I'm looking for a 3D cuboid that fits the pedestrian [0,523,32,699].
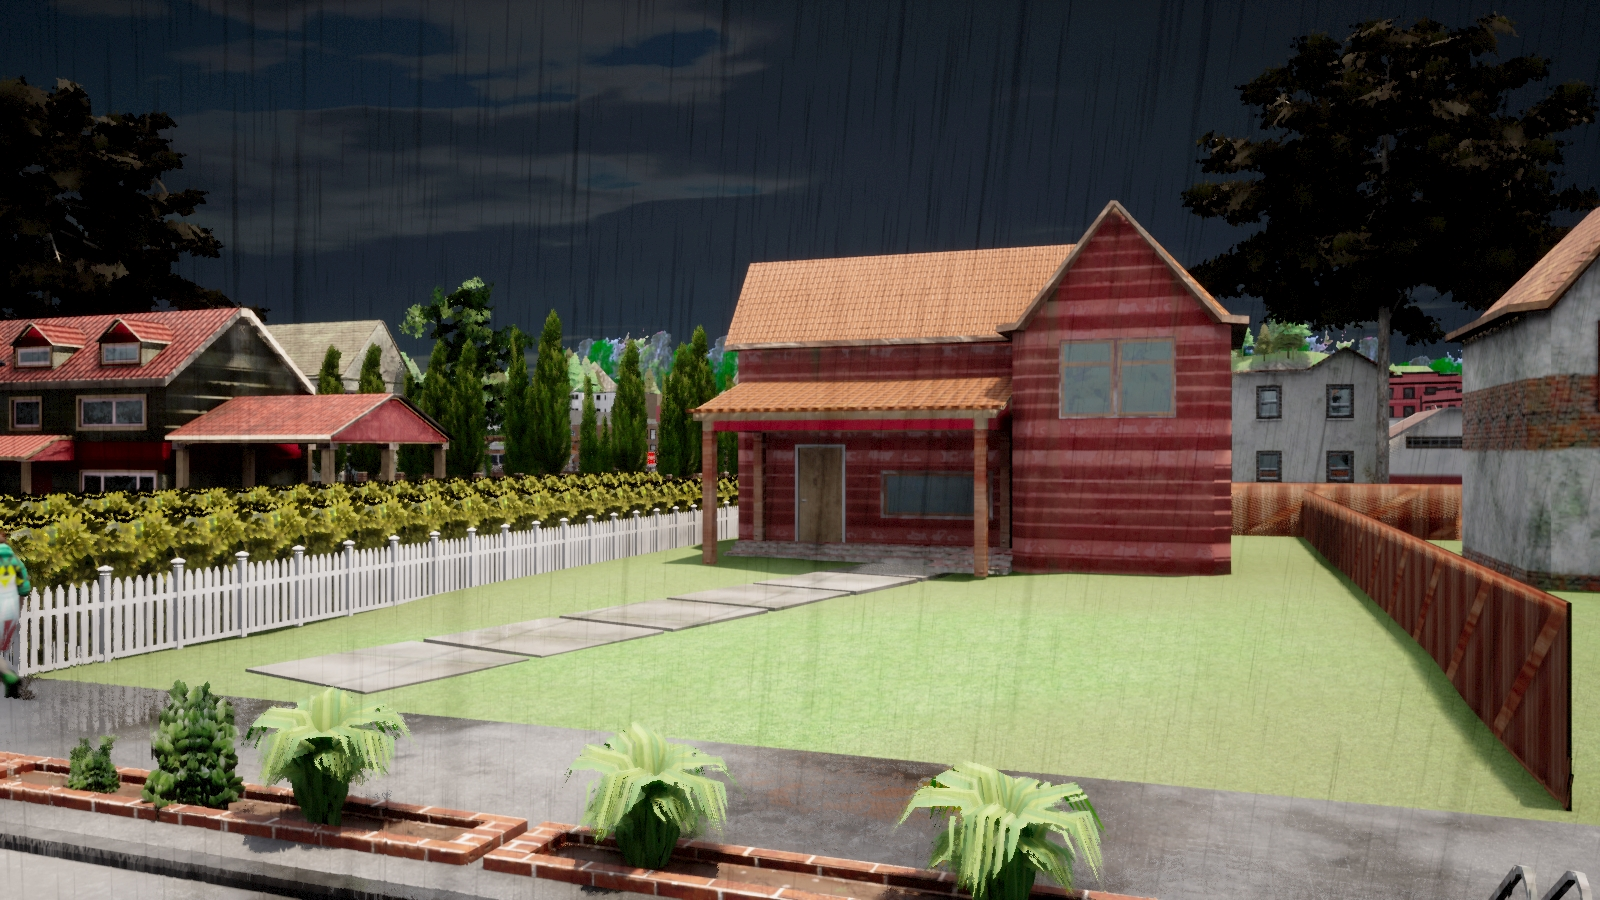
[{"bbox_3d":[-8.709,1.744,12.483,0.375,1.860,0.375,0,0,17],"label":"pedestrian"}]
